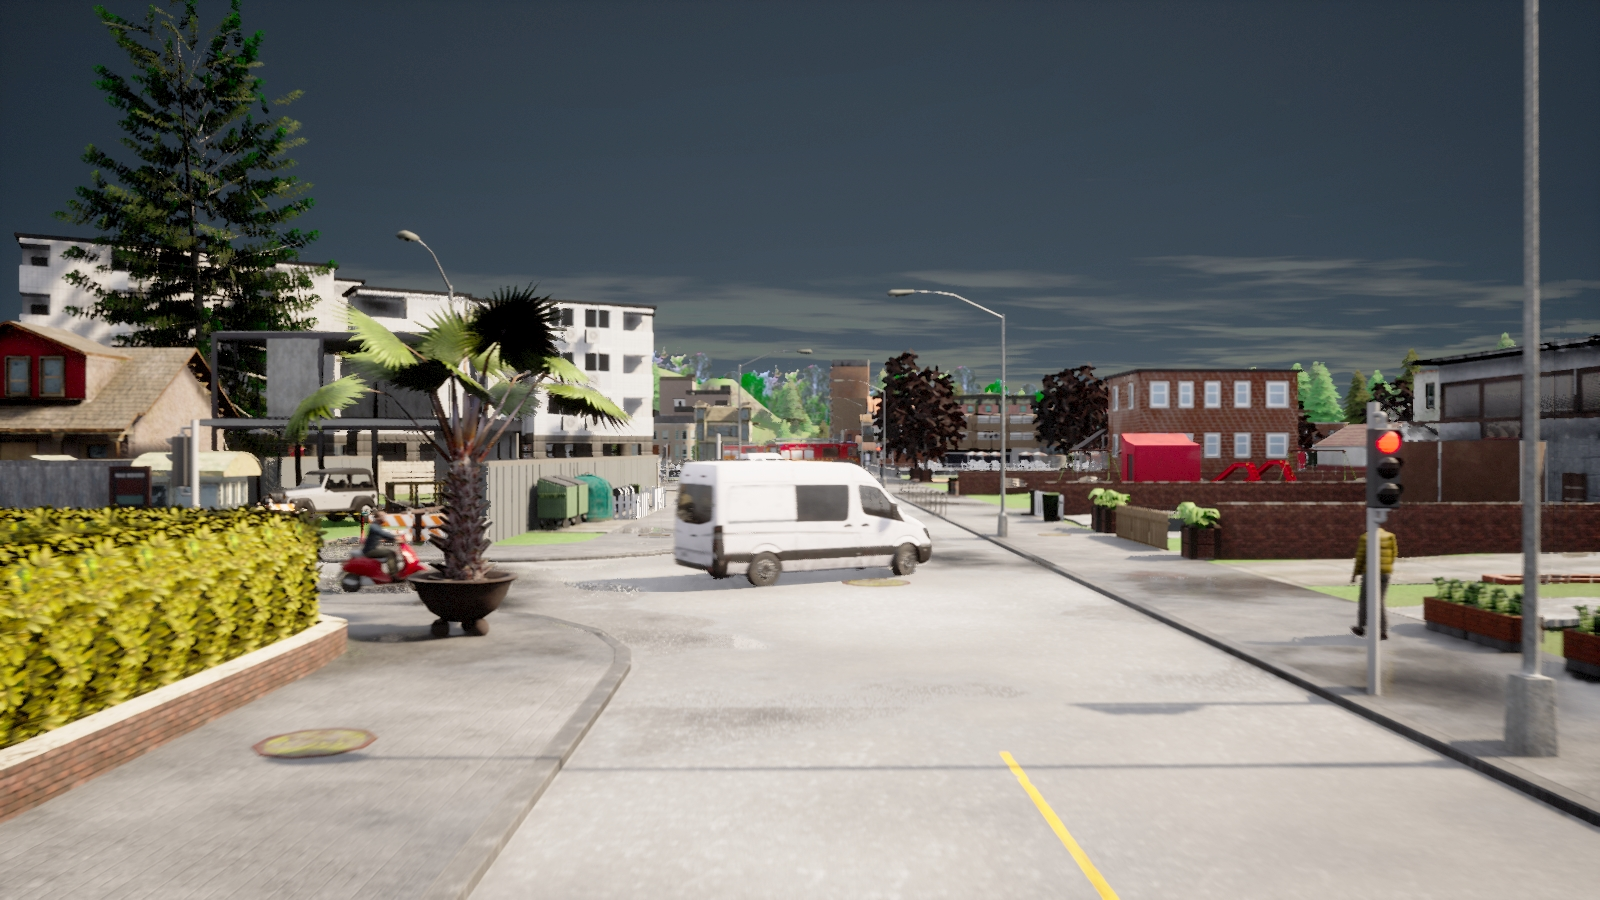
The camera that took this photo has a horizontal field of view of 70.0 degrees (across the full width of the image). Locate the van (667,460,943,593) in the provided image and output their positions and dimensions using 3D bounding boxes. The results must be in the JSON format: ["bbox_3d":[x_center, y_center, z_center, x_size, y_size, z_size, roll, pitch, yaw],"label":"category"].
[{"bbox_3d":[0.212,1.532,25.040,5.915,2.561,1.988,0,1,-33],"label":"van"}]

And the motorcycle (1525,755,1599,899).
[{"bbox_3d":[3.957,2.142,4.648,0.856,1.316,1.805,0,0,-1],"label":"motorcycle"}]

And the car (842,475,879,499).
[{"bbox_3d":[3.537,2.155,67.626,1.895,1.301,4.718,0,0,0],"label":"car"}]

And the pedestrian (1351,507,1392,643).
[{"bbox_3d":[8.026,1.744,16.046,0.375,1.860,0.375,0,0,-2],"label":"pedestrian"}]

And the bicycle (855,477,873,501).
[{"bbox_3d":[3.530,2.158,62.810,0.859,1.276,1.487,0,0,-1],"label":"bicycle"}]
